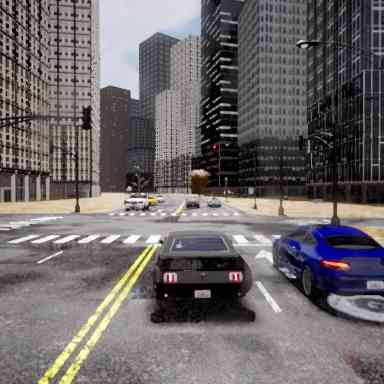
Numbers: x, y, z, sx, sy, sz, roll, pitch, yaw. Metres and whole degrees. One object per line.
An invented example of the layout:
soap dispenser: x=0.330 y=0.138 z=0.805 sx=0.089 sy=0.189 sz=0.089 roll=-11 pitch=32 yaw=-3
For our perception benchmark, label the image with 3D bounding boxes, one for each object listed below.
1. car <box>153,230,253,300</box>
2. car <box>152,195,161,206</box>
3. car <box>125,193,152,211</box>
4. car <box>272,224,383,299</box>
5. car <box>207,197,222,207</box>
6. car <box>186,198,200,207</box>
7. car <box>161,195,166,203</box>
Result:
car: x=0.104 y=1.597 z=8.367 sx=1.895 sy=1.301 sz=4.718 roll=0 pitch=0 yaw=-3
car: x=-6.543 y=1.415 z=52.223 sx=1.882 sy=1.535 sz=5.008 roll=0 pitch=0 yaw=0
car: x=-6.565 y=1.183 z=40.407 sx=2.150 sy=2.045 sz=5.566 roll=0 pitch=0 yaw=0
car: x=3.347 y=1.522 z=8.338 sx=1.812 sy=1.442 sz=4.674 roll=0 pitch=0 yaw=1
car: x=3.384 y=1.465 z=51.290 sx=1.812 sy=1.442 sz=4.674 roll=0 pitch=0 yaw=0
car: x=0.132 y=1.546 z=48.726 sx=1.895 sy=1.301 sz=4.718 roll=0 pitch=0 yaw=0
car: x=-6.551 y=1.428 z=67.711 sx=1.812 sy=1.442 sz=4.674 roll=0 pitch=0 yaw=0
